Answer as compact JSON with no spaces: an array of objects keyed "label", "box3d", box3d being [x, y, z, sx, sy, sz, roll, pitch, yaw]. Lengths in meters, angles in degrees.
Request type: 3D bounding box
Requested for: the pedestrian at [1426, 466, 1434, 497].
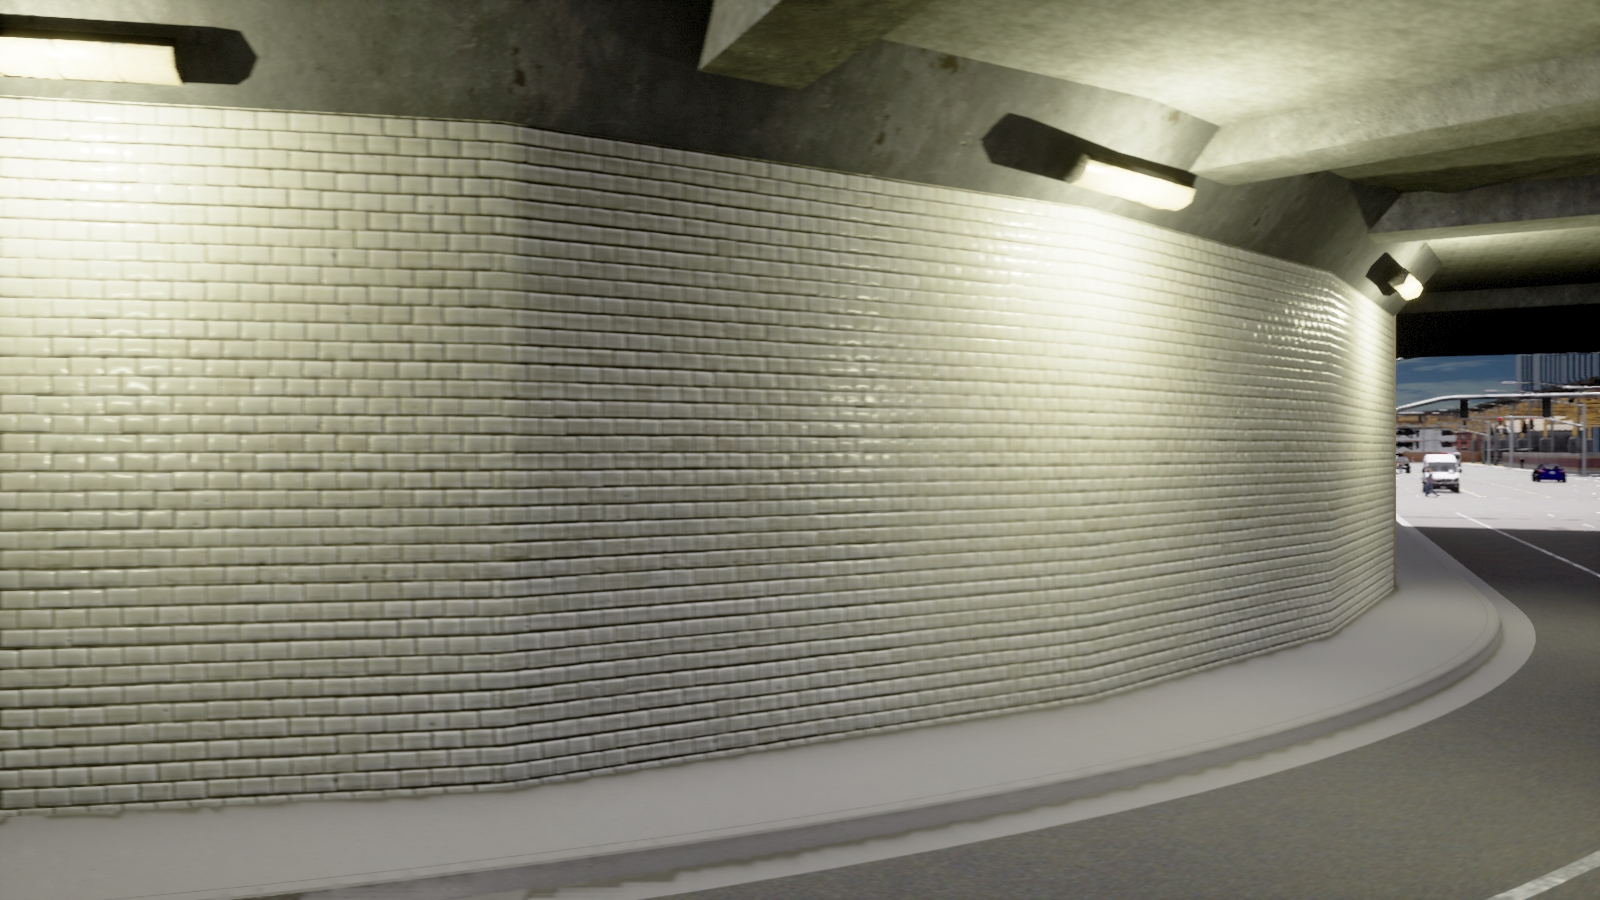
[{"label":"pedestrian","box3d":[37.997,1.919,68.940,0.375,1.860,0.375,0,0,25]}]
